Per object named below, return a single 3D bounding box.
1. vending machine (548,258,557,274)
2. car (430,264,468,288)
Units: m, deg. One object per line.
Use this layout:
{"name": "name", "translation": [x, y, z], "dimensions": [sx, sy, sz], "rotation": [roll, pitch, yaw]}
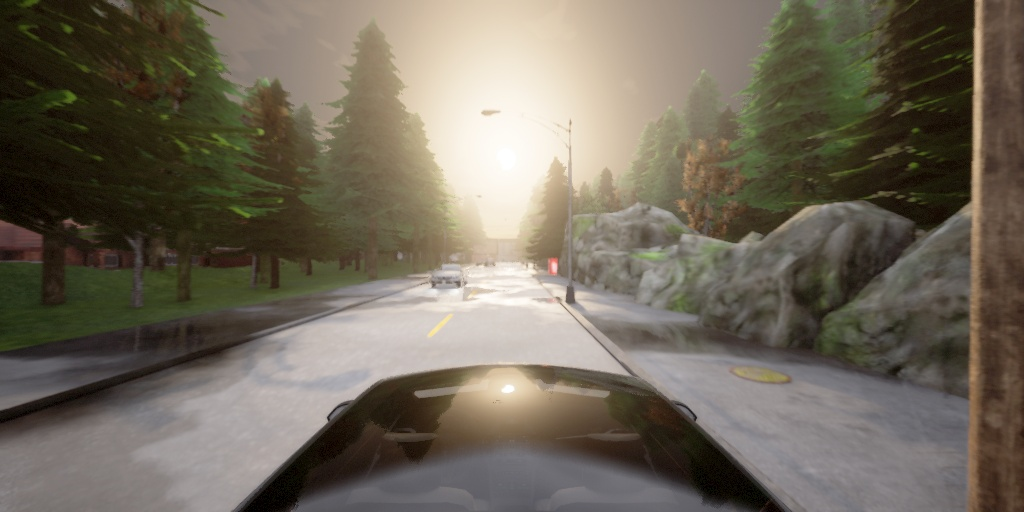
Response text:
{"name": "vending machine", "translation": [4.322, 1.121, 37.700], "dimensions": [1.100, 2.100, 0.880], "rotation": [0, 0, 0]}
{"name": "car", "translation": [-4.080, 1.249, 23.818], "dimensions": [1.812, 1.442, 4.674], "rotation": [0, 0, 0]}
